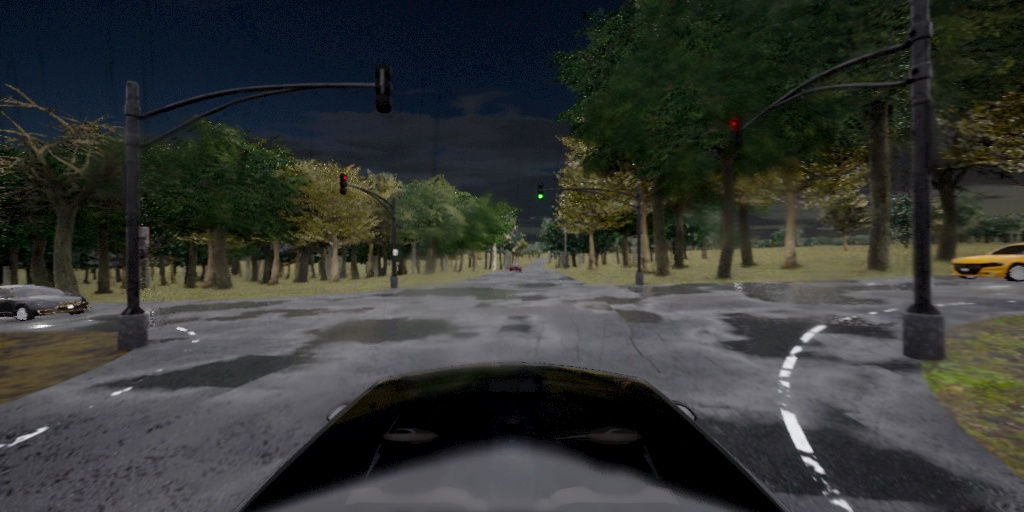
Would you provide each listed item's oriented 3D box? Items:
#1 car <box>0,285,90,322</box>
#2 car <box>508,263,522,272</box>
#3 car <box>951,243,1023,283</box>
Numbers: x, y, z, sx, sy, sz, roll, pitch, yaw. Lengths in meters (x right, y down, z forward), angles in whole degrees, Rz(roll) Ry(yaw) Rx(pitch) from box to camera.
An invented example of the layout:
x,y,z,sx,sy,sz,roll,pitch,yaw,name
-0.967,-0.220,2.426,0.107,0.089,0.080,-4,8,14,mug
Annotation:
x,y,z,sx,sy,sz,roll,pitch,yaw,name
-21.763,2.064,16.043,4.892,1.490,1.837,-2,0,8,car
0.493,1.786,54.673,1.895,1.301,4.718,0,-1,4,car
20.865,0.167,14.264,5.008,1.535,1.882,-3,0,7,car
